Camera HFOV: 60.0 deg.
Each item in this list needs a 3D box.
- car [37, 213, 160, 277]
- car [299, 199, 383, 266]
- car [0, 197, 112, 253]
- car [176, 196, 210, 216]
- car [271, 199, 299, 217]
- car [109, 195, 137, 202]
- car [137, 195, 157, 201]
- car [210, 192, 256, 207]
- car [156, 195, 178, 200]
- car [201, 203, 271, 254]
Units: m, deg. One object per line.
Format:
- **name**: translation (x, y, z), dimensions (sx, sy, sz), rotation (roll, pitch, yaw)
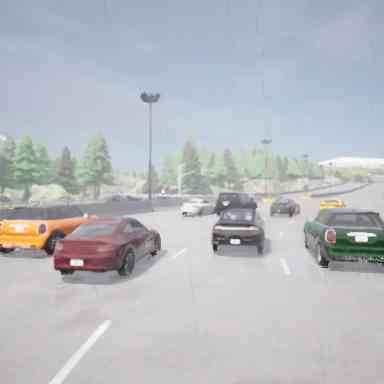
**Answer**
- **car**: translation (-2.302, 1.447, 9.957), dimensions (1.812, 1.442, 4.674), rotation (0, 0, 9)
- **car**: translation (5.073, 1.296, 11.197), dimensions (2.097, 1.767, 4.553), rotation (0, 0, 12)
- **car**: translation (-5.224, 1.241, 12.978), dimensions (2.097, 1.767, 4.553), rotation (0, 0, 11)
- **car**: translation (0.649, 1.325, 29.754), dimensions (1.812, 1.442, 4.674), rotation (0, 0, 27)
- **car**: translation (8.244, 1.327, 29.169), dimensions (2.128, 1.511, 4.902), rotation (0, 0, 28)
- **car**: translation (-9.369, 1.199, 47.920), dimensions (1.994, 1.385, 4.181), rotation (0, 0, 32)
- **car**: translation (-5.063, 1.198, 48.211), dimensions (2.033, 1.411, 5.357), rotation (0, 0, 32)
- **car**: translation (3.882, 1.043, 28.515), dimensions (2.150, 2.045, 5.566), rotation (0, 0, 27)
- **car**: translation (-2.524, 1.243, 45.682), dimensions (1.994, 1.385, 4.181), rotation (0, 0, 32)
- **car**: translation (1.967, 1.407, 13.326), dimensions (2.128, 1.511, 4.902), rotation (0, 0, 13)
